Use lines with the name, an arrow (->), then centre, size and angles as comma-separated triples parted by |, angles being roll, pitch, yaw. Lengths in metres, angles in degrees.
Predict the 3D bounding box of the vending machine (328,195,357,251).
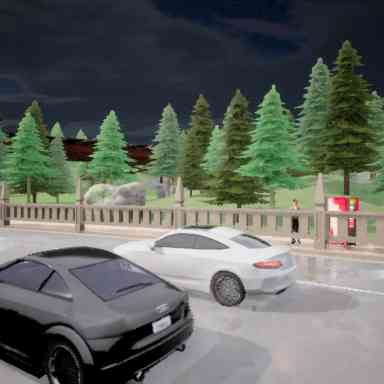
vending machine -> 6.094, 1.195, 13.456 | 0.880, 2.100, 1.100 | 0, 0, 33

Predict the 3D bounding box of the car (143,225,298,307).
car -> 0.075, 1.526, 7.898 | 4.674, 1.442, 1.812 | 0, 0, 33

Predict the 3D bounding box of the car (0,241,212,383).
car -> -2.042, 1.564, 5.086 | 4.181, 1.385, 1.994 | 0, 0, 33

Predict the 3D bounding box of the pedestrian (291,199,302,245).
pedestrian -> 4.055, 1.142, 13.011 | 0.375, 1.860, 0.375 | 0, 0, 33
